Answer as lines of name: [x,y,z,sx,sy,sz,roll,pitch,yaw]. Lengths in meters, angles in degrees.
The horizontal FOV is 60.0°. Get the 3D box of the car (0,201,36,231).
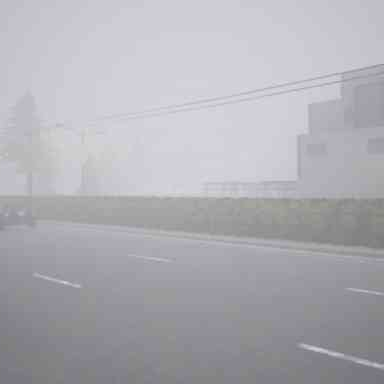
car: [-11.933,1.379,21.109,4.553,1.767,2.097,0,0,36]
